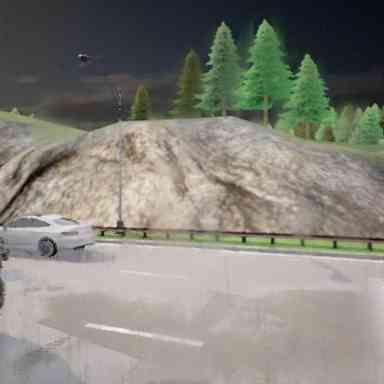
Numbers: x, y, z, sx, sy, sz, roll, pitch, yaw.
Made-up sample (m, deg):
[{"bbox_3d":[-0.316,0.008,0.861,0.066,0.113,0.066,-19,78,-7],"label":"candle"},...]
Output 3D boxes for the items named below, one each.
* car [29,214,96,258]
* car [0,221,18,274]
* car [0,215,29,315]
[{"bbox_3d":[-5.924,1.571,12.680,4.674,1.442,1.812,0,0,19],"label":"car"},{"bbox_3d":[-8.033,1.590,9.730,5.357,1.411,2.033,0,0,17],"label":"car"},{"bbox_3d":[-5.639,1.247,5.226,5.566,2.045,2.150,0,0,19],"label":"car"}]
